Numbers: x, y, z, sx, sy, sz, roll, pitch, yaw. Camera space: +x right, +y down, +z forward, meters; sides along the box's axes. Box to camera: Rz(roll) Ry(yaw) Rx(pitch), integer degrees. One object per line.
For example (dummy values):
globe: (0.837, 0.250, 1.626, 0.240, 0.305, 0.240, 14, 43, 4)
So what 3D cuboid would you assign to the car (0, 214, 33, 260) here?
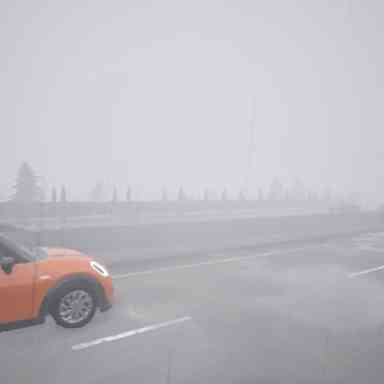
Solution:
car: (-7.876, 1.564, 11.270, 4.181, 1.385, 1.994, 0, 0, -35)

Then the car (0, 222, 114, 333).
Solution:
car: (-3.631, 1.351, 5.453, 4.553, 1.767, 2.097, 0, 0, -35)

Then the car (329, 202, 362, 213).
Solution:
car: (17.791, 1.781, 38.540, 4.718, 1.301, 1.895, 0, 0, -40)

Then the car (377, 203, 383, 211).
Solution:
car: (23.182, 1.766, 38.645, 4.181, 1.385, 1.994, 0, 0, -42)
